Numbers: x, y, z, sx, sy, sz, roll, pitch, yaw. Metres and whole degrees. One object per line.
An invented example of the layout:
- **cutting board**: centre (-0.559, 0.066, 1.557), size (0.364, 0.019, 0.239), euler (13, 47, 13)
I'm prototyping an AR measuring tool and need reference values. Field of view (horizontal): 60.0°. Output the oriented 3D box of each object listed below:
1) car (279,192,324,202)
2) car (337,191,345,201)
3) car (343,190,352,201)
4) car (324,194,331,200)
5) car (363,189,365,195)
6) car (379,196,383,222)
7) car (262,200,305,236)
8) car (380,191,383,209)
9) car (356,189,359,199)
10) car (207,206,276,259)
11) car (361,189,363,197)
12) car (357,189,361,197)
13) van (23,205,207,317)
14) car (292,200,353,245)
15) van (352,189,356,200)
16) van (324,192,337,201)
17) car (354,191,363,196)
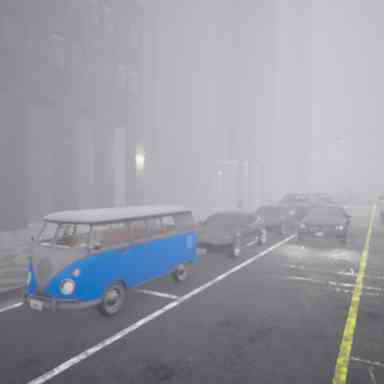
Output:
- **car**: centre (6.894, 0.990, 21.747), size (2.192, 1.841, 5.009), euler (1, 1, 29)
- **car**: centre (15.184, 0.919, 36.487), size (1.967, 1.590, 4.097), euler (1, 1, 29)
- **car**: centre (20.710, 0.788, 46.312), size (1.967, 1.590, 4.097), euler (1, 1, 29)
- **car**: centre (9.657, 1.154, 26.663), size (1.887, 1.381, 4.507), euler (1, 1, 29)
- **car**: centre (40.054, 0.216, 80.697), size (2.192, 1.841, 5.009), euler (1, 1, 29)
- **car**: centre (14.182, 0.921, 22.760), size (2.150, 2.045, 5.566), euler (1, 1, 29)
- **car**: centre (4.130, 1.306, 16.839), size (1.947, 1.339, 4.313), euler (1, 1, 29)
- **car**: centre (22.233, 0.860, 37.079), size (2.097, 1.767, 4.553), euler (1, 1, 30)
- **car**: centre (28.917, 0.680, 60.902), size (1.752, 1.417, 4.829), euler (1, 1, 29)
- **car**: centre (1.366, 1.372, 11.926), size (1.947, 1.339, 4.313), euler (1, 1, 29)
- **car**: centre (37.290, 0.404, 75.786), size (1.967, 1.590, 4.097), euler (1, 1, 29)
- **car**: centre (31.763, 0.640, 65.962), size (2.008, 1.369, 4.403), euler (1, 1, 29)
- **van**: centre (-1.397, 1.212, 7.010), size (1.690, 1.788, 3.998), euler (1, 1, 29)
- **car**: centre (6.011, 1.311, 14.741), size (1.812, 1.442, 4.674), euler (1, 1, 29)
- **van**: centre (26.237, 0.559, 56.135), size (1.690, 1.788, 3.998), euler (1, 1, 29)
- **van**: centre (12.420, 0.885, 31.573), size (1.690, 1.788, 3.998), euler (1, 1, 29)
- **car**: centre (42.816, 0.404, 85.613), size (1.947, 1.339, 4.313), euler (1, 1, 29)
